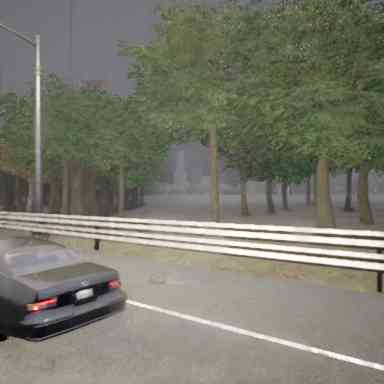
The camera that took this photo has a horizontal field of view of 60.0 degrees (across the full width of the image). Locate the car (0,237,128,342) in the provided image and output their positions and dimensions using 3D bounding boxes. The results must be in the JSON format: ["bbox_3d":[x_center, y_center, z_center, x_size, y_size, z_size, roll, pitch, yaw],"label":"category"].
[{"bbox_3d":[-3.645,1.629,6.556,5.357,1.411,2.033,-1,-1,37],"label":"car"}]
